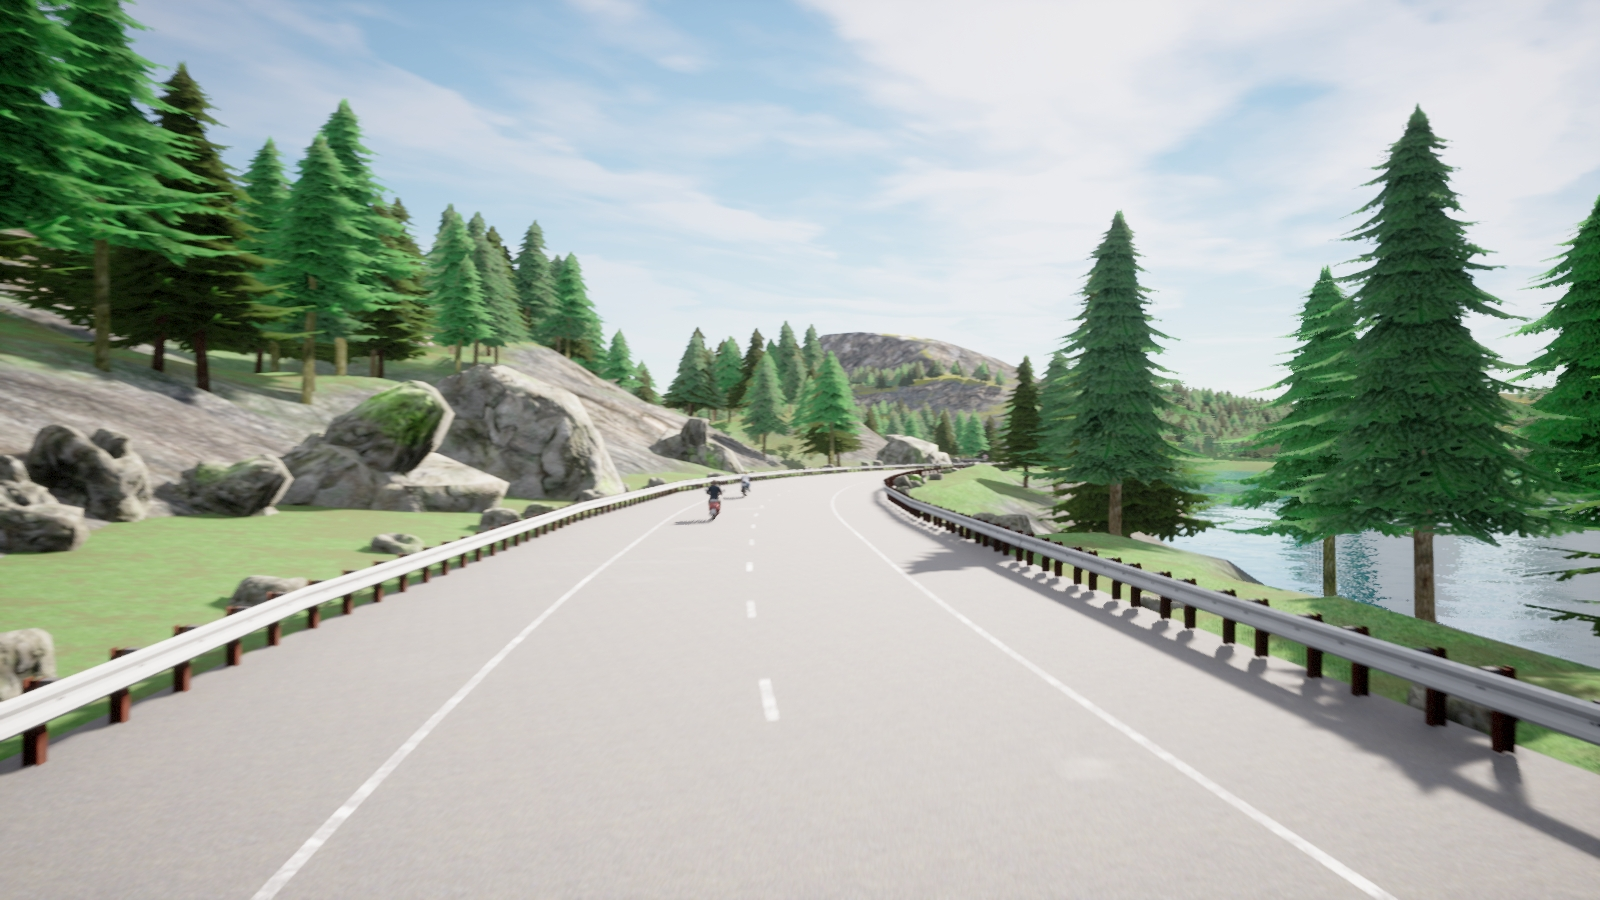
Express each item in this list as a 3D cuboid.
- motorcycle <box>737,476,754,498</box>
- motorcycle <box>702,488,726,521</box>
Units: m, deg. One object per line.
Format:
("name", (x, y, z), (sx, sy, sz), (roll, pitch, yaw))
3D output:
("motorcycle", (-3.190, 2.173, 67.416), (0.803, 1.217, 2.033), (1, 0, 3))
("motorcycle", (-3.430, 2.177, 45.781), (0.856, 1.236, 1.805), (0, 0, -1))
